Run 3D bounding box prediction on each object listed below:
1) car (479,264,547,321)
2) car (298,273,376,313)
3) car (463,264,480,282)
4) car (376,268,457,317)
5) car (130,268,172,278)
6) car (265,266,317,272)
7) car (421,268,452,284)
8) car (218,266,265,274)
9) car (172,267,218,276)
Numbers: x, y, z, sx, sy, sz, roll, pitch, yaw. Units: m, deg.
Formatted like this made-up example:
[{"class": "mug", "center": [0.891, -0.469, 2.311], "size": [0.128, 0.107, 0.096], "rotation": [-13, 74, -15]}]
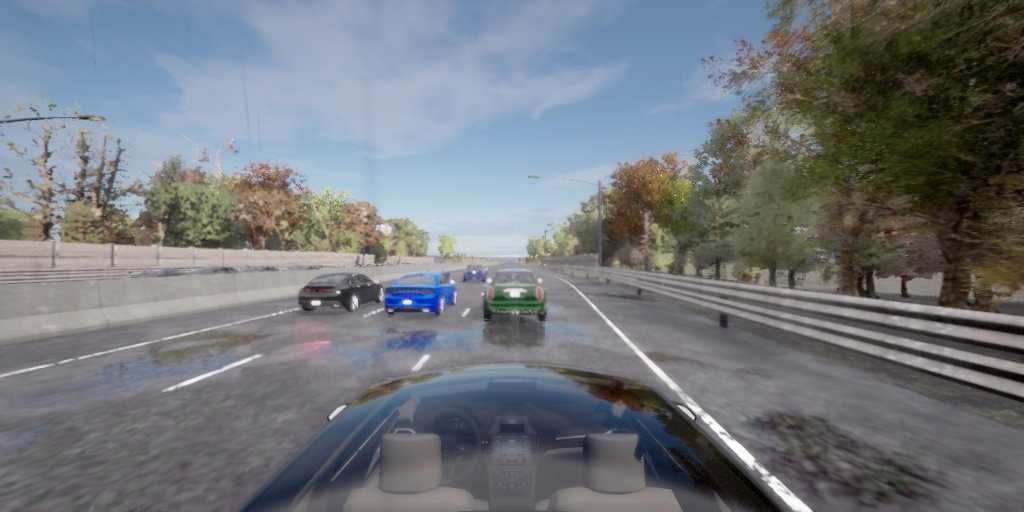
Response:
[{"class": "car", "center": [0.100, 1.257, 13.410], "size": [2.097, 1.767, 4.553], "rotation": [0, -1, 0]}, {"class": "car", "center": [-6.897, 1.432, 15.058], "size": [1.837, 1.490, 4.892], "rotation": [0, 0, 0]}, {"class": "car", "center": [-3.386, 1.547, 34.576], "size": [2.097, 1.767, 4.553], "rotation": [0, -1, 0]}, {"class": "car", "center": [-3.399, 1.392, 14.156], "size": [1.882, 1.535, 5.008], "rotation": [0, -1, 0]}, {"class": "car", "center": [-27.793, 1.670, 28.516], "size": [1.994, 1.385, 4.181], "rotation": [0, -1, -2]}, {"class": "car", "center": [-17.584, 1.627, 29.550], "size": [1.837, 1.490, 4.892], "rotation": [0, -1, 0]}, {"class": "car", "center": [-6.887, 1.778, 33.306], "size": [1.895, 1.301, 4.718], "rotation": [0, -1, 0]}, {"class": "car", "center": [-21.084, 1.626, 29.524], "size": [1.837, 1.490, 4.892], "rotation": [0, -1, 0]}, {"class": "car", "center": [-24.584, 1.625, 29.512], "size": [1.837, 1.490, 4.892], "rotation": [0, -1, 0]}]
